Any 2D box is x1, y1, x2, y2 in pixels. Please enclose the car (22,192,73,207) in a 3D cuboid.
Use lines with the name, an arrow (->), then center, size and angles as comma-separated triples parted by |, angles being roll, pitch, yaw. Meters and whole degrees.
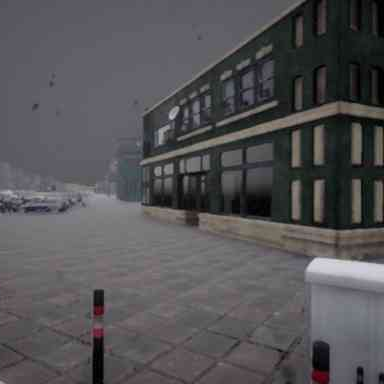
car -> -16.440, 1.246, 38.150 | 4.553, 1.767, 2.185 | 0, 0, -16

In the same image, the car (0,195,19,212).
car -> -20.597, 1.353, 35.647 | 2.128, 1.511, 4.902 | 0, 0, -16

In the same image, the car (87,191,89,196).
car -> -29.501, 0.707, 83.559 | 5.566, 2.045, 2.435 | 0, 0, -16

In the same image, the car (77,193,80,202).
car -> -19.572, 1.272, 48.954 | 5.008, 1.535, 2.097 | 0, 0, -16

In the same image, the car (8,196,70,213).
car -> -15.003, 1.426, 32.908 | 4.792, 1.488, 2.163 | 0, 0, -16

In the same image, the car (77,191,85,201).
car -> -22.651, 0.908, 59.633 | 5.566, 2.045, 2.435 | 0, 0, -16

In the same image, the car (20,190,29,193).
car -> -25.888, 1.040, 53.929 | 2.097, 1.767, 4.553 | 0, 0, -16

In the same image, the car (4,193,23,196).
car -> -23.334, 1.275, 45.098 | 2.128, 1.511, 4.902 | 0, 0, -16

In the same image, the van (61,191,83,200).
van -> -26.302, 0.812, 72.911 | 4.442, 1.987, 1.878 | 0, 0, -16

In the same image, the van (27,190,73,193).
van -> -17.382, 1.126, 40.904 | 4.442, 1.987, 1.878 | 0, 0, -16

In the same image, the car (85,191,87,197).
car -> -24.857, 0.832, 67.543 | 5.566, 2.045, 2.435 | 0, 0, -16

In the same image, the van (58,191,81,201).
van -> -25.762, 0.832, 70.176 | 4.442, 1.987, 1.878 | 0, 0, -16

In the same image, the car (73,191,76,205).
car -> -18.737, 1.177, 46.171 | 4.553, 1.767, 2.185 | 0, 0, -16

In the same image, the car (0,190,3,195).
car -> -24.820, 1.030, 39.604 | 2.150, 2.045, 5.566 | 0, 1, -16

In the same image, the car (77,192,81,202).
car -> -20.291, 1.246, 51.509 | 4.892, 1.521, 2.231 | 0, 0, -16

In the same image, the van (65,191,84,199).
van -> -30.351, 0.716, 86.205 | 4.442, 1.987, 1.878 | 0, 0, -16
